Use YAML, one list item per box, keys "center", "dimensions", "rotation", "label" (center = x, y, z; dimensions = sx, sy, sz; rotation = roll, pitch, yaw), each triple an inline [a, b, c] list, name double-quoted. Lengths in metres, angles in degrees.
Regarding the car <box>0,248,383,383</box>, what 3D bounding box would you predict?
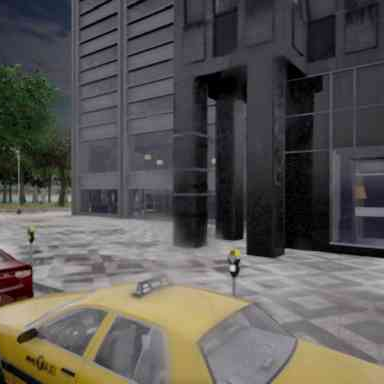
- center: [-0.591, 1.524, 3.384]
  dimensions: [4.829, 1.417, 1.752]
  rotation: [0, 0, 36]
  label: "car"
